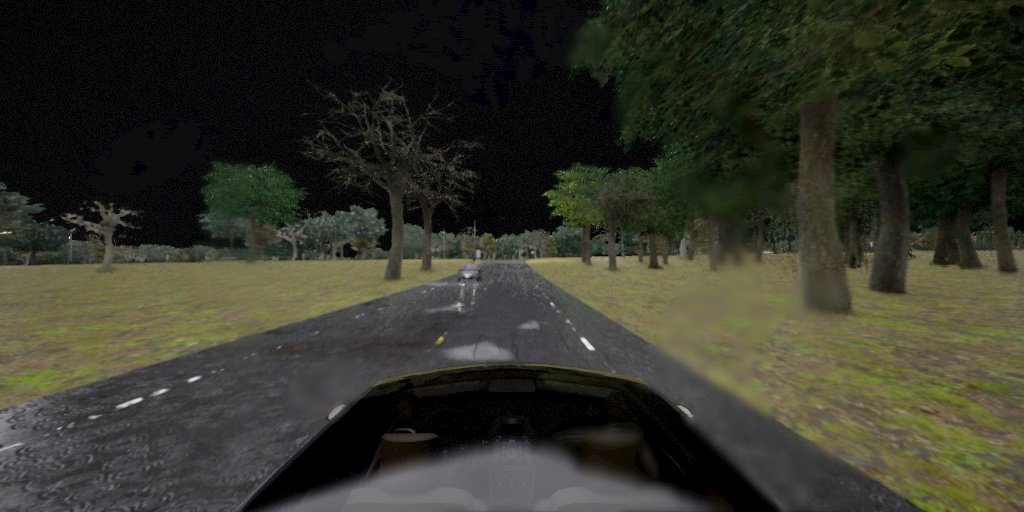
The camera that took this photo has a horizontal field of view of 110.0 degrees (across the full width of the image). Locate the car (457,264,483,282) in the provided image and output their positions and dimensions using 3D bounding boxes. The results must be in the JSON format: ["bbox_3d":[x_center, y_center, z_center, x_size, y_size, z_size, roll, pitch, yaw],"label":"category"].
[{"bbox_3d":[-3.581,1.417,31.323,2.128,1.511,4.902,0,0,0],"label":"car"}]
